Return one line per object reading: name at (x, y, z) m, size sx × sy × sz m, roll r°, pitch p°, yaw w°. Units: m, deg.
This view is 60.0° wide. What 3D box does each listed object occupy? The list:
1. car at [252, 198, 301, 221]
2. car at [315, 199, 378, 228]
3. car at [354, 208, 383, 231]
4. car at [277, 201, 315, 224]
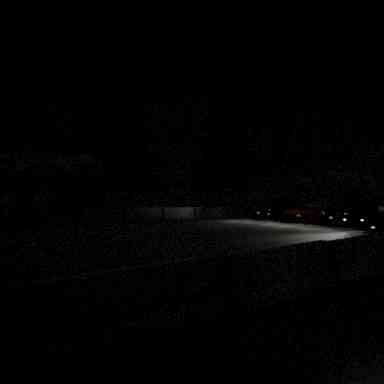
car at (8.176, 1.559, 31.320) m, size 5.566 × 2.045 × 2.150 m, roll 1°, pitch -1°, yaw -35°
car at (12.300, 1.561, 25.664) m, size 5.566 × 2.045 × 2.150 m, roll 1°, pitch -1°, yaw -35°
car at (13.006, 1.912, 21.869) m, size 4.718 × 1.301 × 1.895 m, roll 1°, pitch -1°, yaw -35°
car at (9.798, 1.807, 28.176) m, size 5.008 × 1.535 × 1.882 m, roll 1°, pitch -1°, yaw -35°
